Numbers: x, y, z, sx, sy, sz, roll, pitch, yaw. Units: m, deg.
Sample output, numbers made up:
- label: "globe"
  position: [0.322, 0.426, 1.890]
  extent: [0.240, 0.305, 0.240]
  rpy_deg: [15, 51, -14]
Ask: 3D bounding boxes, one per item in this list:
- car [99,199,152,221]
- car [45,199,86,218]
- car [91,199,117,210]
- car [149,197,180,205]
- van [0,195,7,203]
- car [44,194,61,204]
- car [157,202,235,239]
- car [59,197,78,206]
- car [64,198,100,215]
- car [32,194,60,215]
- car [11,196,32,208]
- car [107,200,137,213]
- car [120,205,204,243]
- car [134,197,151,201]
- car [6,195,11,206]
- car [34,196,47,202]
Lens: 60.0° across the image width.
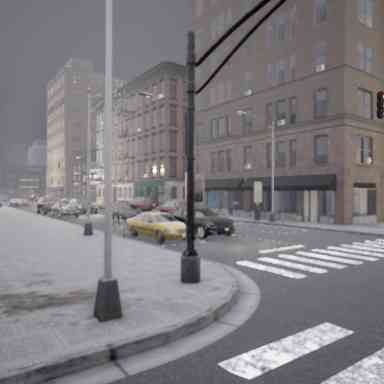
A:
- label: "car"
  position: [-5.319, 1.596, 26.099]
  extent: [1.837, 1.490, 4.892]
  rpy_deg: [0, 0, -36]
- label: "car"
  position: [-11.717, 1.634, 30.646]
  extent: [2.008, 1.369, 4.403]
  rpy_deg: [0, 0, -36]
- label: "car"
  position: [-11.917, 1.633, 44.663]
  extent: [1.752, 1.417, 4.829]
  rpy_deg: [0, 0, -36]
- label: "car"
  position: [-1.896, 1.550, 30.738]
  extent: [1.967, 1.590, 4.097]
  rpy_deg: [0, 0, -36]
- label: "van"
  position: [-38.173, 1.421, 67.412]
  extent: [1.690, 1.788, 3.998]
  rpy_deg: [0, 0, -36]
- label: "car"
  position: [-28.352, 1.420, 67.503]
  extent: [2.192, 1.841, 5.009]
  rpy_deg: [0, 0, -36]
- label: "car"
  position: [0.265, 1.571, 18.345]
  extent: [1.882, 1.535, 5.008]
  rpy_deg: [0, 0, -36]
- label: "car"
  position: [-21.739, 1.656, 58.312]
  extent: [2.008, 1.369, 4.403]
  rpy_deg: [0, 0, -36]
- label: "car"
  position: [-11.395, 1.442, 34.568]
  extent: [2.097, 1.767, 4.553]
  rpy_deg: [0, 0, -36]
- label: "car"
  position: [-15.024, 1.398, 35.243]
  extent: [2.192, 1.841, 5.009]
  rpy_deg: [0, 0, -36]
- label: "car"
  position: [-24.946, 1.663, 49.029]
  extent: [1.802, 1.307, 4.206]
  rpy_deg: [0, 0, -36]
- label: "car"
  position: [-8.510, 1.674, 39.929]
  extent: [1.947, 1.339, 4.313]
  rpy_deg: [0, 0, -36]
- label: "car"
  position: [-1.696, 1.611, 16.721]
  extent: [1.752, 1.417, 4.829]
  rpy_deg: [0, 0, -36]
- label: "car"
  position: [-5.202, 1.424, 35.334]
  extent: [2.192, 1.841, 5.009]
  rpy_deg: [0, 0, -36]
- label: "car"
  position: [-28.153, 1.605, 53.487]
  extent: [1.752, 1.417, 4.829]
  rpy_deg: [0, 0, -36]
- label: "car"
  position: [-34.967, 1.671, 76.694]
  extent: [1.947, 1.339, 4.313]
  rpy_deg: [0, 0, -36]
